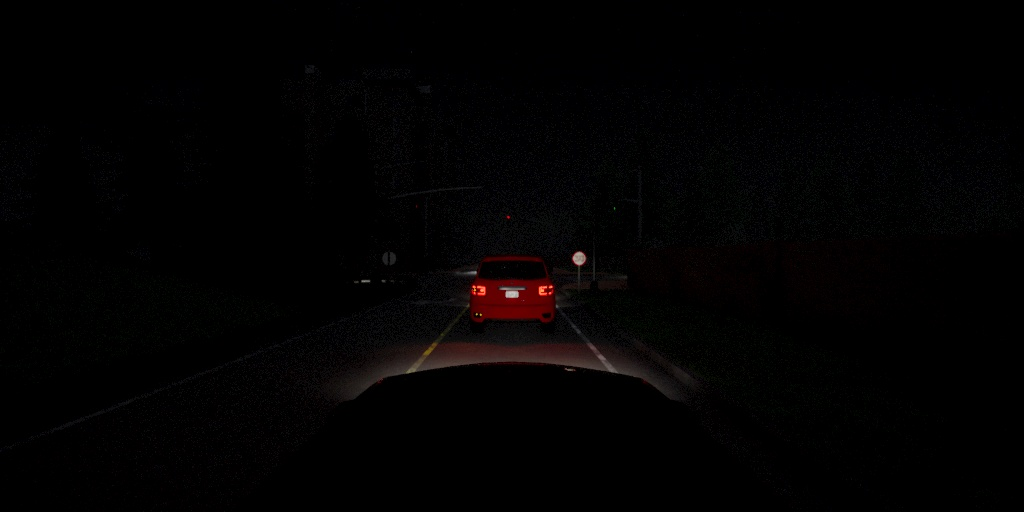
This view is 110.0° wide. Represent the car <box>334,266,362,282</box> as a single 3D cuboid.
[{"bbox_3d":[-14.939,1.304,28.559,5.357,1.411,2.033,0,0,-1],"label":"car"}]

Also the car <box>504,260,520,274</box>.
[{"bbox_3d":[0.073,1.263,42.616,1.812,1.442,4.674,0,0,2],"label":"car"}]

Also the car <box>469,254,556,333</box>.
[{"bbox_3d":[0.051,0.969,10.871,2.150,2.045,5.566,0,0,1],"label":"car"}]

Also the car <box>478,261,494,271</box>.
[{"bbox_3d":[-3.550,1.335,50.041,1.895,1.301,4.718,0,0,0],"label":"car"}]
